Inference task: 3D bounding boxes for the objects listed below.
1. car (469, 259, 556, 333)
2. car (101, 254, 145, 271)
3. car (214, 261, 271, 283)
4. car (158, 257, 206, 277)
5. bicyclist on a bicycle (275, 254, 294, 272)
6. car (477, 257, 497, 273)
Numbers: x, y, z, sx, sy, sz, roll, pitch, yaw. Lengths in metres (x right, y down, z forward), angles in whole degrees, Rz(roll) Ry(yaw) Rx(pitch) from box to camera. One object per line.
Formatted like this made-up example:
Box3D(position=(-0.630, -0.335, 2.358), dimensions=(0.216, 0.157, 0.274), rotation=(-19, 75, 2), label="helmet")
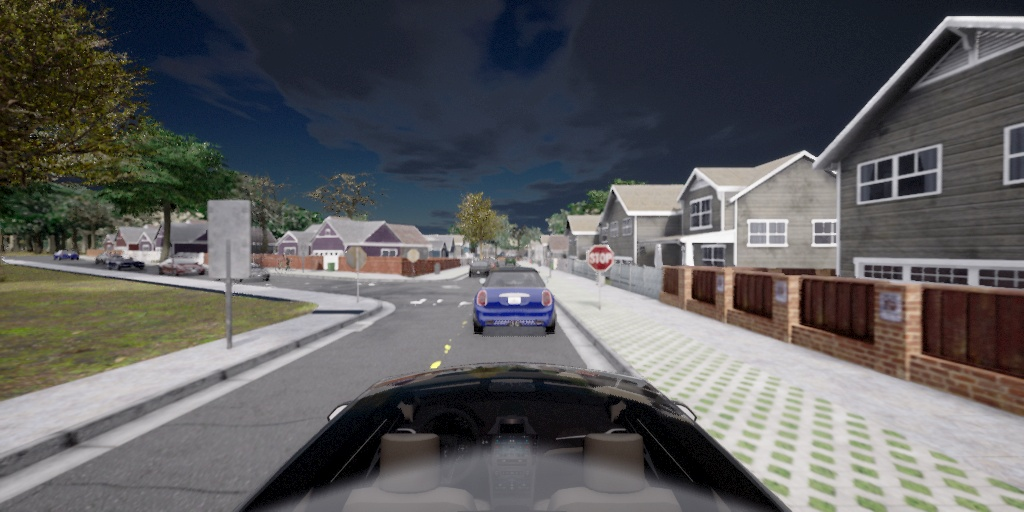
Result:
Box3D(position=(0.059, 1.082, 10.801), dimensions=(2.097, 1.767, 4.553), rotation=(0, 0, 0), label="car")
Box3D(position=(-38.678, 0.733, 35.866), dimensions=(4.718, 1.301, 1.895), rotation=(1, 1, 30), label="car")
Box3D(position=(-18.541, 0.989, 24.533), dimensions=(4.674, 1.442, 1.812), rotation=(1, 1, 29), label="car")
Box3D(position=(-27.073, 0.850, 29.343), dimensions=(4.674, 1.442, 1.812), rotation=(1, 1, 29), label="car")
Box3D(position=(-20.475, 0.619, 32.342), dimensions=(0.582, 1.620, 1.656), rotation=(1, 1, 29), label="bicyclist on a bicycle")
Box3D(position=(-3.023, 1.044, 43.898), dimensions=(2.097, 1.767, 4.553), rotation=(0, 0, 0), label="car")
